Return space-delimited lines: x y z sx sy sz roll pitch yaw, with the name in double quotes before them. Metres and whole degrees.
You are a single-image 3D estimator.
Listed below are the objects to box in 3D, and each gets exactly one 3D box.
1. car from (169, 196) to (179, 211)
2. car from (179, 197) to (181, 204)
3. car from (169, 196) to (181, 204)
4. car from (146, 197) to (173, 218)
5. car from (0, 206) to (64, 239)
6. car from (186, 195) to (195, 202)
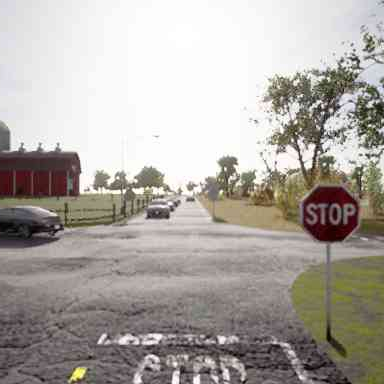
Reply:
"car" -2.999 1.462 39.423 2.033 1.411 5.357 0 0 0
"car" -3.027 1.378 49.325 1.882 1.535 5.008 0 0 0
"car" -2.995 1.451 59.377 1.994 1.385 4.181 0 0 0
"car" -2.926 1.437 29.636 1.837 1.490 4.892 0 0 -2
"car" -8.495 1.406 16.191 4.674 1.442 1.812 1 -1 17
"car" -0.287 1.427 71.695 1.994 1.385 4.181 0 0 0
